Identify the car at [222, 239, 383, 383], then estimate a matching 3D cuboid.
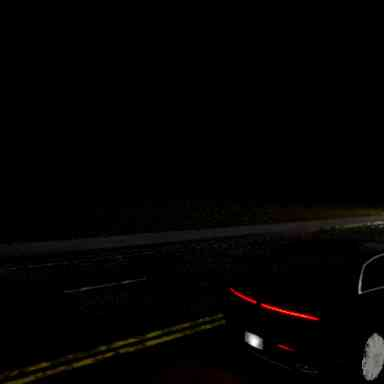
[{"bbox_3d":[2.704,1.528,5.376,4.892,1.490,1.837,0,0,-36],"label":"car"}]
